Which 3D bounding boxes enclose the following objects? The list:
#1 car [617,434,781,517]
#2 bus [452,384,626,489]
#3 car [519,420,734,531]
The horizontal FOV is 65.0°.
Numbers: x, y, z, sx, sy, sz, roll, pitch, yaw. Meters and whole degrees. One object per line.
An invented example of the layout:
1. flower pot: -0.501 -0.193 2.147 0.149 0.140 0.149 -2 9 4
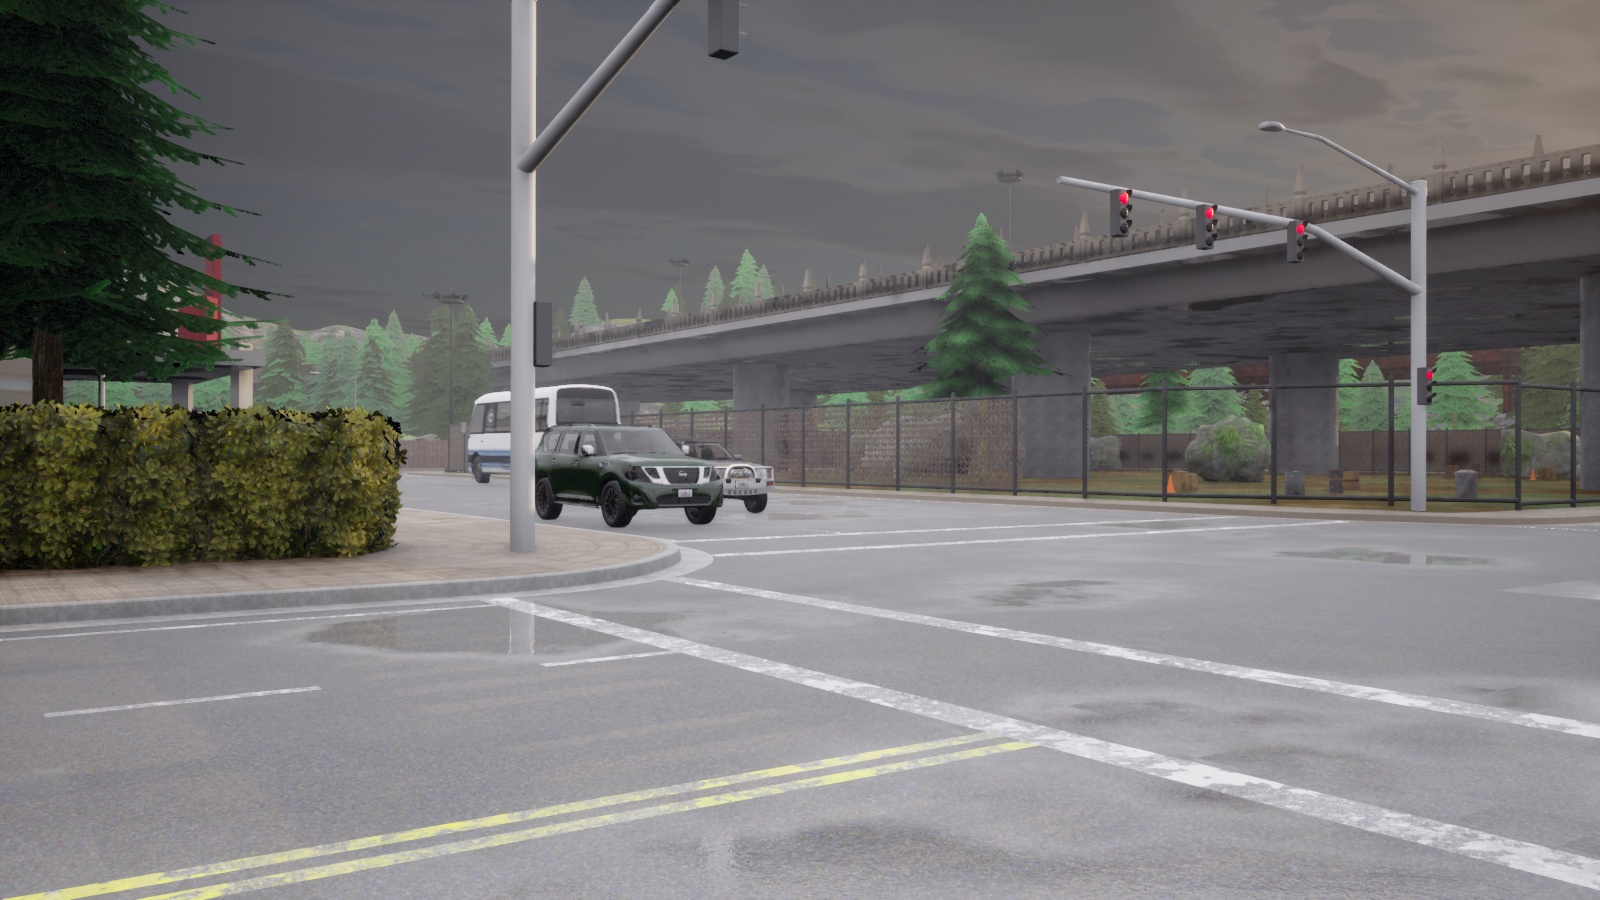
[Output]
1. car: -2.549 0.586 30.481 1.932 1.855 4.605 0 0 -35
2. bus: -11.924 -0.524 56.303 3.944 4.253 10.273 0 0 -35
3. car: -3.753 0.480 26.071 2.150 2.045 5.566 0 0 -35
